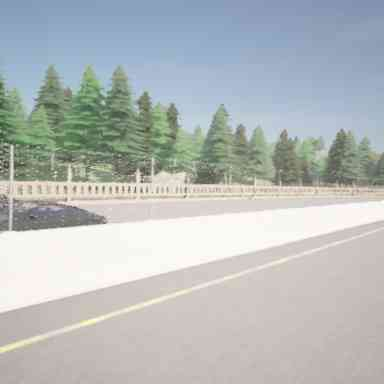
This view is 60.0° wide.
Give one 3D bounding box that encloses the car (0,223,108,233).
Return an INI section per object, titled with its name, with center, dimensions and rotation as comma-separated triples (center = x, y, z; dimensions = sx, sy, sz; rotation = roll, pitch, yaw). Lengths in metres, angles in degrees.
[car]
center = -4.486, 0.957, 9.614
dimensions = 1.994, 1.385, 4.181
rotation = 5, 3, 43
